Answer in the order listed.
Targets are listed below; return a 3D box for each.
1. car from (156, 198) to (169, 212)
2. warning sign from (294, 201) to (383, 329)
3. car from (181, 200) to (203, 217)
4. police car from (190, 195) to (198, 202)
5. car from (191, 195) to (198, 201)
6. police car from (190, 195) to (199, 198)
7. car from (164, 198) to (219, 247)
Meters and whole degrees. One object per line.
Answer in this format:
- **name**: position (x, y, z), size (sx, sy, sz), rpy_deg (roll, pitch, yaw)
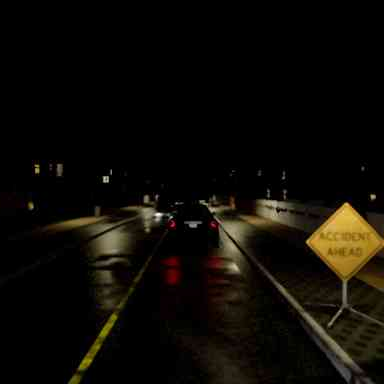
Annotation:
- **car**: position (-2.958, 1.468, 37.840), size (1.882, 1.535, 5.008), rpy_deg (0, 0, 0)
- **warning sign**: position (2.514, 1.105, 5.487), size (1.300, 1.860, 1.060), rpy_deg (1, 1, 0)
- **car**: position (-0.003, 1.546, 32.018), size (1.994, 1.385, 4.181), rpy_deg (0, 0, 0)
- **police car**: position (0.566, 1.570, 85.622), size (1.930, 1.638, 5.238), rpy_deg (0, 0, 0)
- **car**: position (0.548, 1.681, 91.512), size (1.837, 1.490, 4.892), rpy_deg (0, 0, 0)
- **police car**: position (0.596, 1.523, 75.620), size (1.930, 1.638, 5.238), rpy_deg (0, 0, 0)
- **car**: position (0.045, 1.331, 15.106), size (2.097, 1.767, 4.553), rpy_deg (0, 0, 0)
